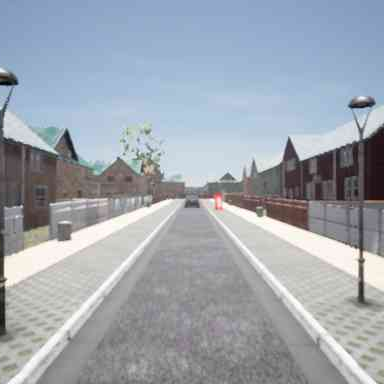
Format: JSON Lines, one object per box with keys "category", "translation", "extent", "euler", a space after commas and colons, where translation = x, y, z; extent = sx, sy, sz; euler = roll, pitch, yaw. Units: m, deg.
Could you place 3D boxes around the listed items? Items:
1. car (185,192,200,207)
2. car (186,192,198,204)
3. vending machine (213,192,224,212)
{"category": "car", "translation": [0.033, 1.233, 47.218], "extent": [2.097, 1.767, 4.553], "euler": [0, 0, 0]}
{"category": "car", "translation": [0.026, 1.064, 59.742], "extent": [2.150, 2.045, 5.566], "euler": [0, 0, 0]}
{"category": "vending machine", "translation": [3.000, 1.104, 37.251], "extent": [1.100, 2.100, 0.880], "euler": [-1, -1, 0]}
